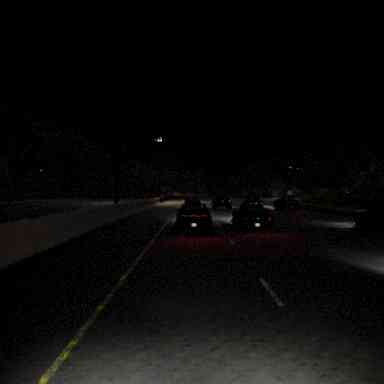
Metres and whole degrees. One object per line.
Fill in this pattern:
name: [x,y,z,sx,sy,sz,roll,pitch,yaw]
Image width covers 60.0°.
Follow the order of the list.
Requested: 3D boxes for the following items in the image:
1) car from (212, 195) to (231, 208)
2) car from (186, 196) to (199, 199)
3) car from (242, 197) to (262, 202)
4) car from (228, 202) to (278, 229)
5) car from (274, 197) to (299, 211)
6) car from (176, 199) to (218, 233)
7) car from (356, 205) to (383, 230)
car: [3.573,1.126,40.620,2.097,1.767,4.553,0,0,0]
car: [0.075,1.256,40.033,1.882,1.535,5.008,0,0,0]
car: [7.078,1.332,39.071,2.033,1.411,5.357,0,0,0]
car: [3.606,1.488,20.491,1.895,1.301,4.718,0,0,0]
car: [10.581,1.283,37.646,2.128,1.511,4.902,0,0,0]
car: [0.105,1.388,18.835,2.128,1.511,4.902,0,0,0]
car: [10.605,1.381,17.661,1.882,1.535,5.008,0,0,0]
